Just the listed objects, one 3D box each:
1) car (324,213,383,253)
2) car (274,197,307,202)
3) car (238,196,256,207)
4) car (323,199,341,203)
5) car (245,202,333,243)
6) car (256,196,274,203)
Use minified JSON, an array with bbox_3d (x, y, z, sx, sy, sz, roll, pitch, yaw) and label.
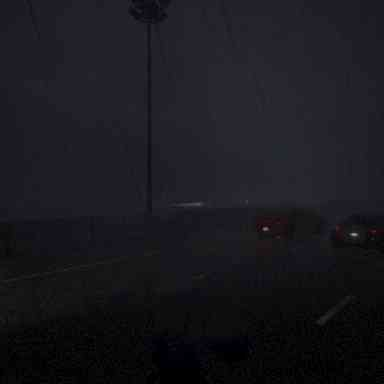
[{"bbox_3d":[7.412,1.552,13.767,1.994,1.385,4.181,0,0,44],"label":"car"},{"bbox_3d":[12.887,1.496,42.116,4.674,1.442,1.812,0,0,-37],"label":"car"},{"bbox_3d":[8.649,1.321,47.667,4.553,1.767,2.097,0,0,-37],"label":"car"},{"bbox_3d":[16.969,1.569,40.797,4.718,1.301,1.895,0,0,-36],"label":"car"},{"bbox_3d":[4.920,1.466,16.243,1.882,1.535,5.008,0,0,44],"label":"car"},{"bbox_3d":[11.447,1.447,45.409,5.008,1.535,1.882,0,0,-37],"label":"car"}]
